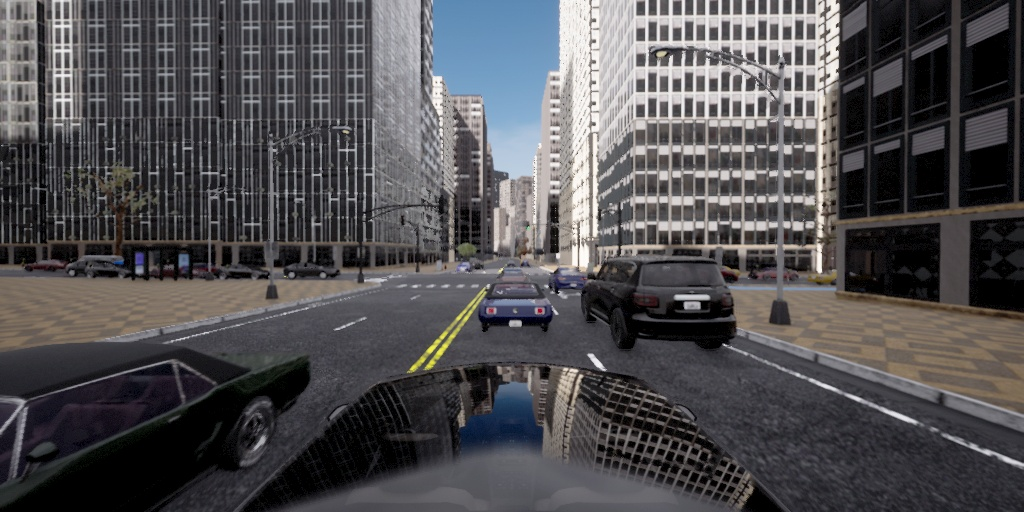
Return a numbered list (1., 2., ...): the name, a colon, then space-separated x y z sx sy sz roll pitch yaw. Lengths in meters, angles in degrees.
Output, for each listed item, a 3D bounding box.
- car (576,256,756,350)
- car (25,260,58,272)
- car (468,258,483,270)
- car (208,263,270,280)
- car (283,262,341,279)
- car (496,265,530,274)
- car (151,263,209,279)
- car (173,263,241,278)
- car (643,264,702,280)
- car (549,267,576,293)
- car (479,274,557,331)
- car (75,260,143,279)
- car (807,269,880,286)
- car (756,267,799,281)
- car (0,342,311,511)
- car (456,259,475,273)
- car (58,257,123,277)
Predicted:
1. car: 3.336 1.023 9.349 2.150 2.045 5.566 0 0 0
2. car: -51.040 1.061 39.672 4.207 1.307 1.802 0 0 1
3. car: -6.683 1.339 60.669 2.150 2.045 5.566 0 0 0
4. car: -22.785 1.377 30.639 4.313 1.339 1.948 0 0 1
5. car: -18.497 1.330 33.271 4.892 1.490 1.837 1 1 1
6. car: 0.009 1.440 21.173 1.994 1.385 4.181 0 0 -2
7. car: -28.470 1.343 30.762 4.207 1.307 1.802 0 0 1
8. car: -28.379 1.338 33.456 4.718 1.301 1.895 1 1 1
9. car: 16.029 1.577 35.967 5.008 1.535 1.882 0 1 0
10. car: 3.313 1.404 21.582 1.812 1.442 4.674 0 0 0
11. car: 0.084 1.413 11.186 1.895 1.301 4.718 0 0 0
12. car: -34.151 1.275 30.925 4.313 1.339 1.948 0 0 1
13. car: 27.589 1.777 30.005 4.829 1.417 1.751 0 0 1
14. car: 26.044 1.750 35.810 4.181 1.385 1.994 0 1 1
15. car: -3.352 1.353 2.090 1.895 1.301 4.718 0 0 0
16. car: -6.680 1.585 50.704 1.812 1.442 4.674 0 0 -2
17. car: -38.817 1.148 33.656 4.892 1.490 1.837 1 1 1
